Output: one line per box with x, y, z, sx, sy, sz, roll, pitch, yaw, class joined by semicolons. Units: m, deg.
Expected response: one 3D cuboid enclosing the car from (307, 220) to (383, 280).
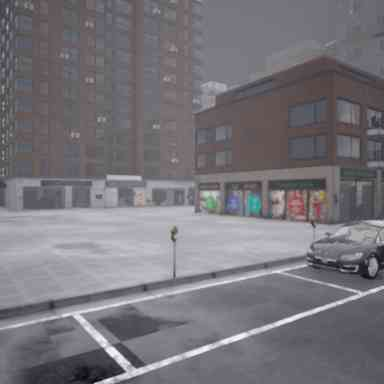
5.233;1.559;9.917;4.403;1.369;2.008;0;0;-35;car
